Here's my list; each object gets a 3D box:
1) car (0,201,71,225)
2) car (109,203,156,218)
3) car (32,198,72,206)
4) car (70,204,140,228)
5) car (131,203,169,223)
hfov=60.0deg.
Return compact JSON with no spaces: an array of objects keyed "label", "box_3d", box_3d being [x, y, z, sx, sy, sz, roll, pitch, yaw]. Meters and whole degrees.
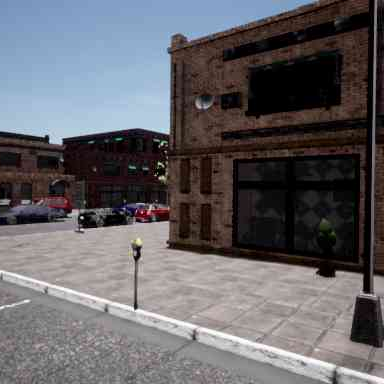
[{"label":"car","box_3d":[-12.464,1.662,25.474,2.033,1.411,5.357,1,0,37]},{"label":"car","box_3d":[-6.003,1.820,34.245,1.895,1.301,4.718,1,0,36]},{"label":"car","box_3d":[-12.968,1.415,29.127,2.192,1.841,5.009,0,0,36]},{"label":"car","box_3d":[-6.212,1.797,24.172,1.947,1.339,4.313,0,0,36]},{"label":"car","box_3d":[-2.930,1.724,28.647,1.967,1.590,4.097,0,0,36]}]
